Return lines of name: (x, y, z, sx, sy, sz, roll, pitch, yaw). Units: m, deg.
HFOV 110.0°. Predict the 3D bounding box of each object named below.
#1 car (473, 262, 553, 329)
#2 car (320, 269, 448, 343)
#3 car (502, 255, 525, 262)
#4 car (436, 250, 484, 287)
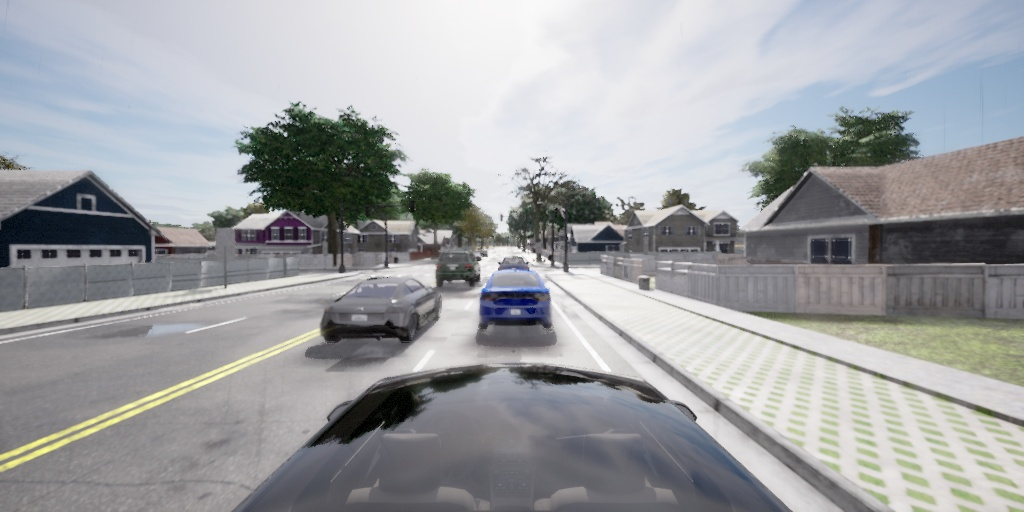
car: (0.097, 1.124, 10.843, 1.882, 1.535, 5.008, 0, 1, 0)
car: (-3.153, 1.228, 9.444, 1.994, 1.385, 4.181, 0, 1, 0)
car: (0.102, 0.789, 24.218, 2.097, 1.767, 4.553, 0, 1, 0)
car: (-3.150, 0.703, 21.731, 2.150, 2.045, 5.566, 0, 1, 0)
